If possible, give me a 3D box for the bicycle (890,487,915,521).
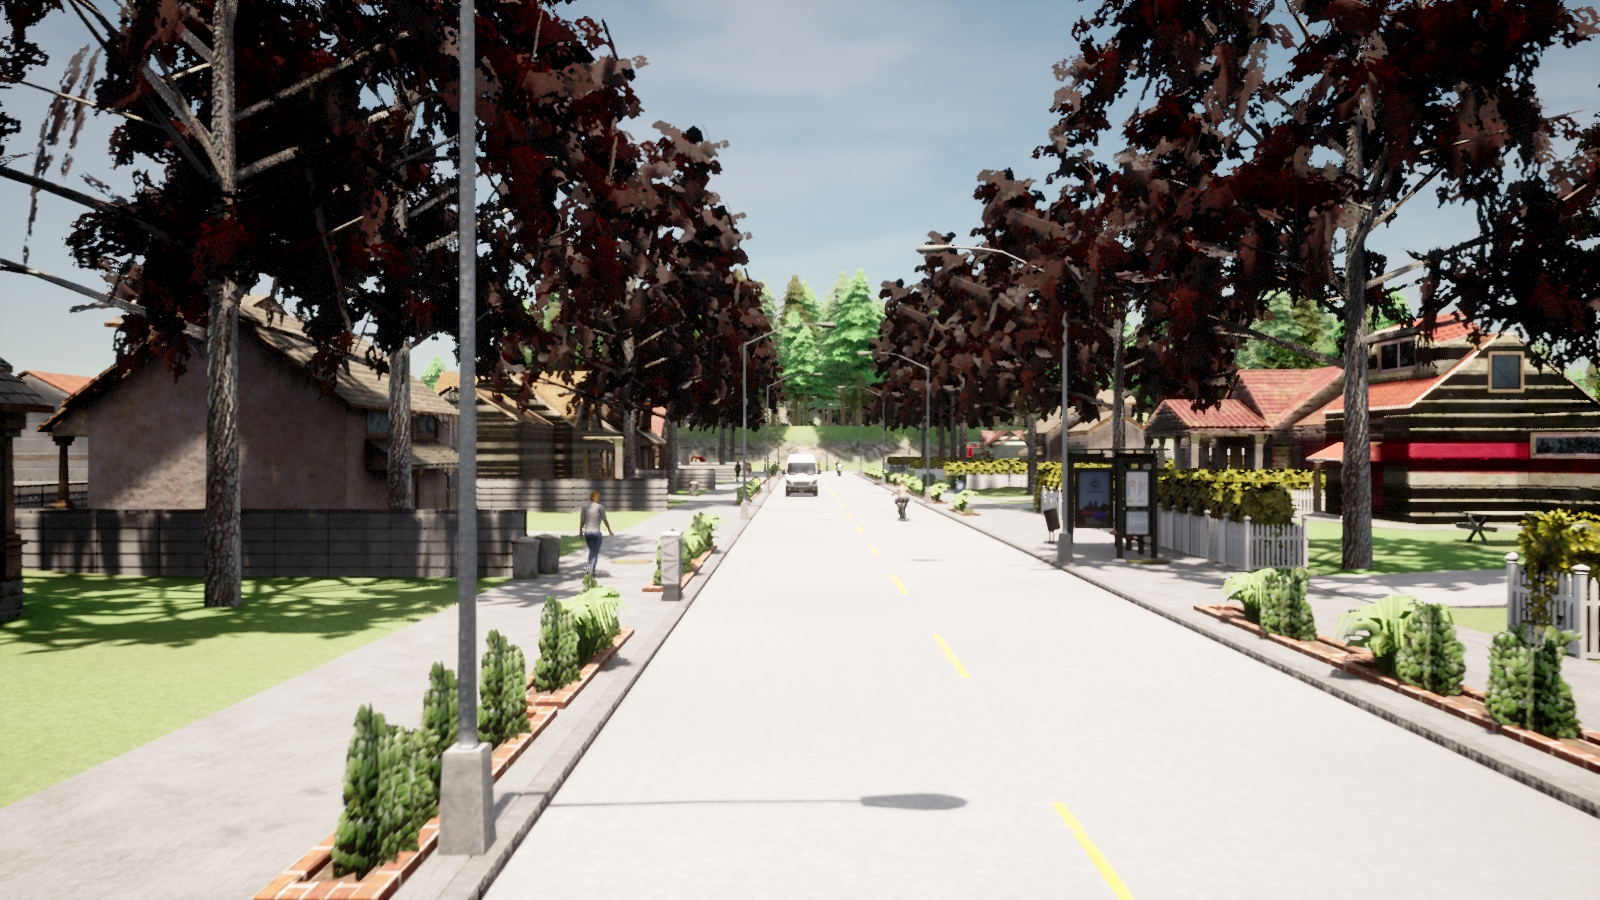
[{"bbox_3d":[4.081,2.158,45.641,0.859,1.276,1.487,0,0,0],"label":"bicycle"}]

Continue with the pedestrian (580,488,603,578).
[{"bbox_3d":[-4.388,1.743,24.089,0.375,1.860,0.375,0,0,8],"label":"pedestrian"}]

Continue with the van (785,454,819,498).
[{"bbox_3d":[0.104,1.535,69.828,1.988,2.561,5.915,0,0,0],"label":"van"}]
